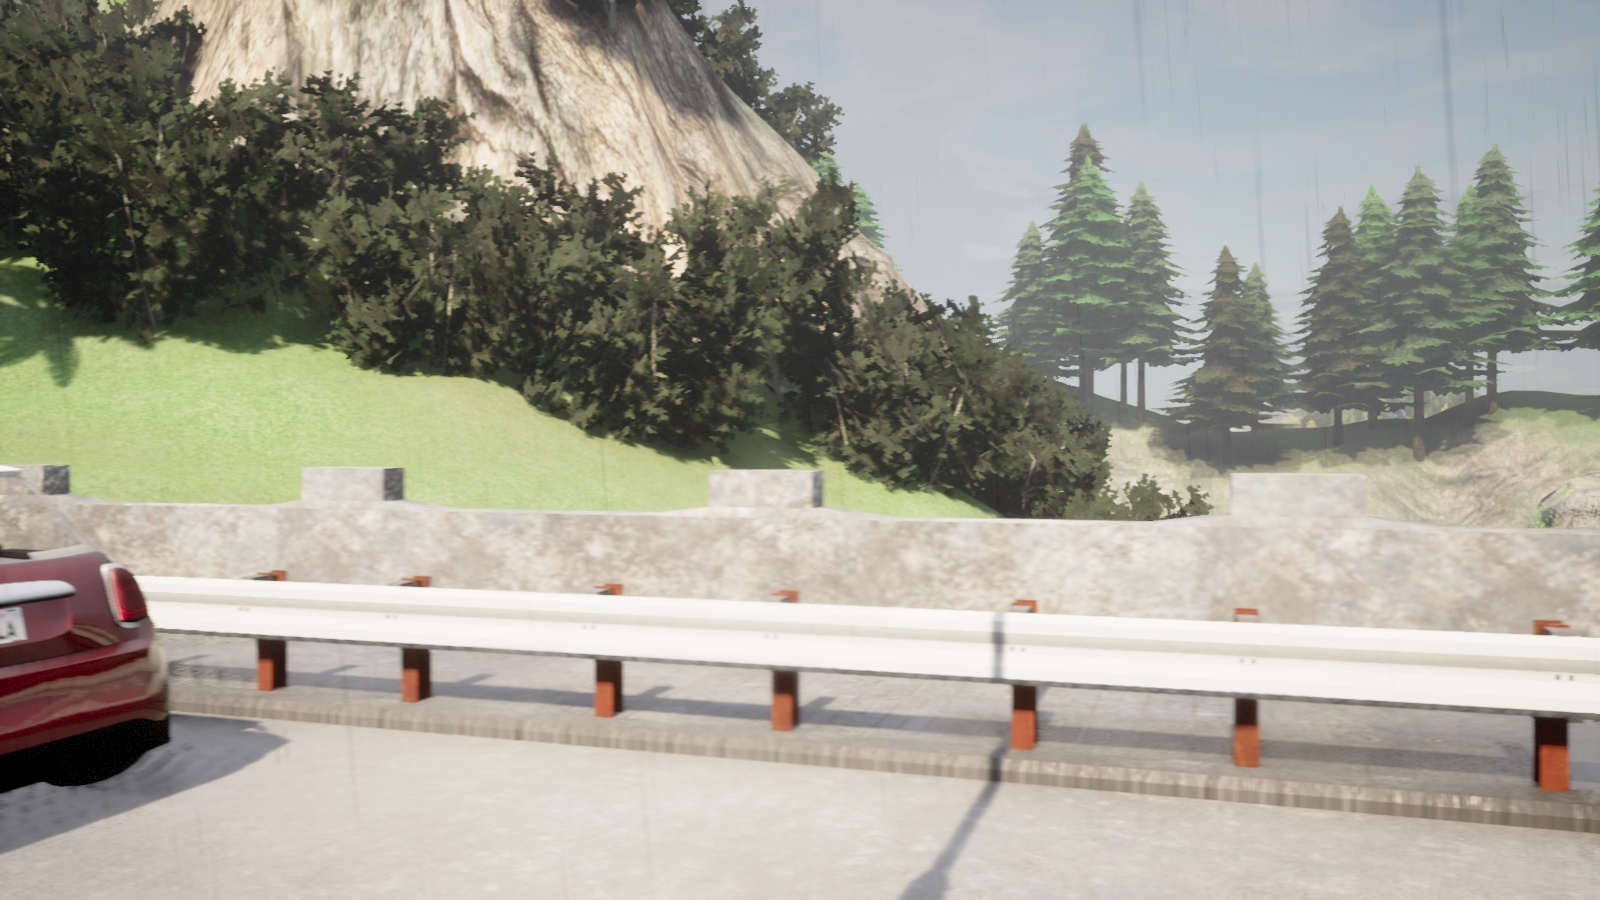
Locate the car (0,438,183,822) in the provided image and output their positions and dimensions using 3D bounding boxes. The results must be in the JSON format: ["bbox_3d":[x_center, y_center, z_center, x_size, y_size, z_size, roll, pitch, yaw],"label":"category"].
[{"bbox_3d":[-4.923,0.687,5.379,3.806,1.475,1.970,1,1,19],"label":"car"}]
